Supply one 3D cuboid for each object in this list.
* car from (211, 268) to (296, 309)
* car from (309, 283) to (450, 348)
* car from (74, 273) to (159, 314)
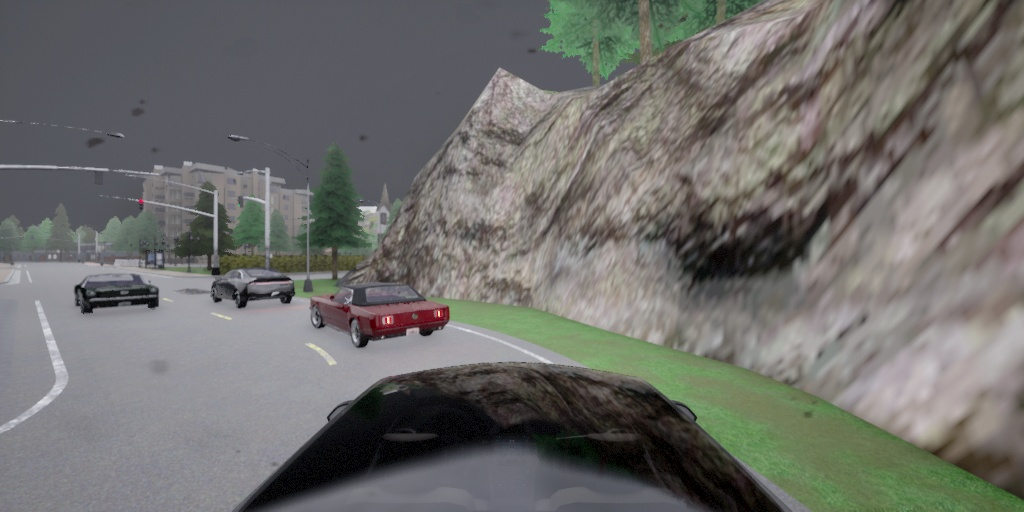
[{"bbox_3d":[-10.967,1.235,15.095,4.902,1.511,2.128,0,0,37],"label":"car"},{"bbox_3d":[-3.683,1.348,9.361,1.895,1.301,4.718,0,0,-44],"label":"car"},{"bbox_3d":[-15.165,1.345,13.723,4.718,1.301,1.895,0,0,37],"label":"car"}]
